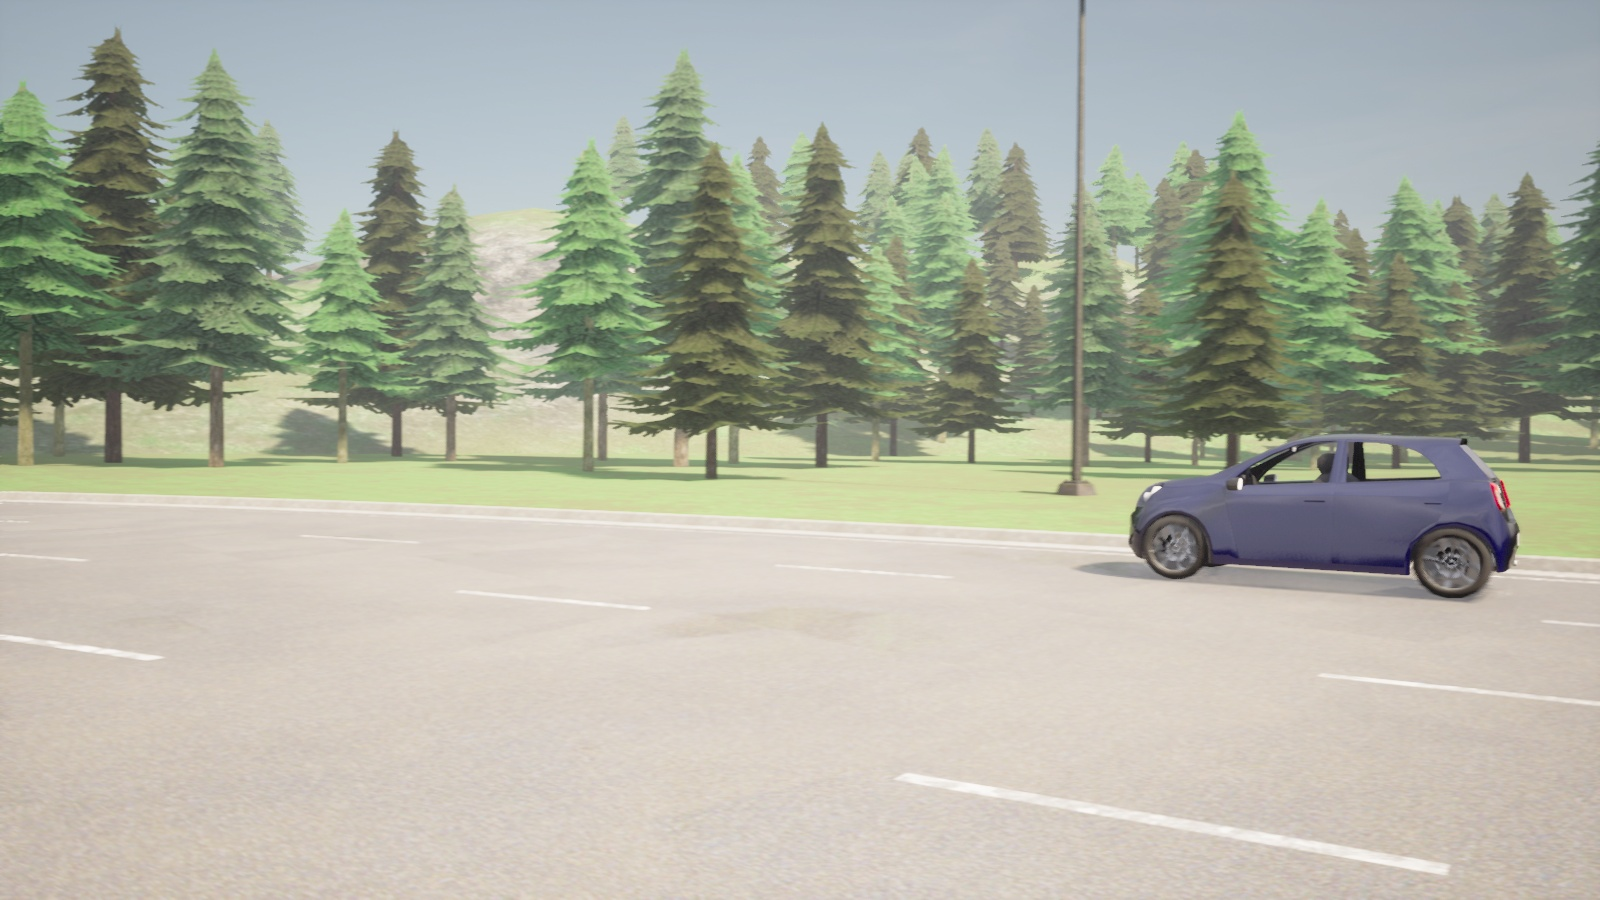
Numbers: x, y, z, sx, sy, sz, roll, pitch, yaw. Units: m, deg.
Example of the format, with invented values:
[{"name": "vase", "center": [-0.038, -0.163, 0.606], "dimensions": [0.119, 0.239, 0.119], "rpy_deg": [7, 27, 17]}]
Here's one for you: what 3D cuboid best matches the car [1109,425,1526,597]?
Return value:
[{"name": "car", "center": [5.199, 0.515, 12.687], "dimensions": [3.633, 1.501, 1.845], "rpy_deg": [0, 1, 32]}]
